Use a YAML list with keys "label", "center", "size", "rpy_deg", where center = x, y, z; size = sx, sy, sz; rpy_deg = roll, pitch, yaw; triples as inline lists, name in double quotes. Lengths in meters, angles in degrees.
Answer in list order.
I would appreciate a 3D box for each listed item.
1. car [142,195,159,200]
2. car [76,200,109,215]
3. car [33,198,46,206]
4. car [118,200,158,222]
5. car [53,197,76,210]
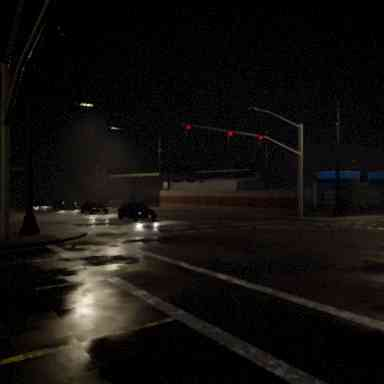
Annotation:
- label: "car"
  center: [-8.787, 1.455, 73.571]
  size: [4.611, 1.667, 2.242]
  rpy_deg: [0, 0, -35]
- label: "car"
  center: [-10.639, 1.639, 36.028]
  size: [1.812, 1.442, 4.674]
  rpy_deg: [0, 0, -36]
- label: "car"
  center: [-26.834, 1.724, 57.991]
  size: [1.895, 1.301, 4.718]
  rpy_deg: [0, 0, -36]
- label: "car"
  center: [-4.704, 1.635, 28.040]
  size: [1.812, 1.442, 4.674]
  rpy_deg: [0, 0, -37]
- label: "car"
  center: [-16.971, 1.469, 44.567]
  size: [2.097, 1.767, 4.553]
  rpy_deg: [0, 0, -37]
